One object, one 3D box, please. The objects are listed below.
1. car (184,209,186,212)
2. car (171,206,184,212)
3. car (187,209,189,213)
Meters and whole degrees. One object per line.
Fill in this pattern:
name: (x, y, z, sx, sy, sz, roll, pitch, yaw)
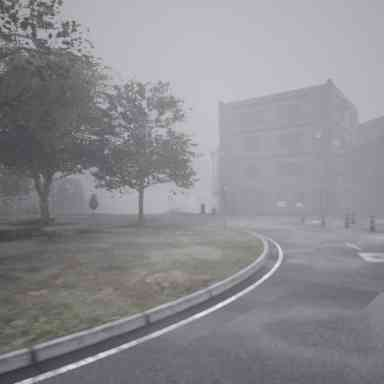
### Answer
car: (-3.085, 4.203, 72.569, 2.163, 1.488, 4.792, 0, -4, 2)
car: (-3.233, 3.813, 67.088, 2.002, 1.452, 4.674, 1, -4, 2)
car: (-2.588, 5.420, 89.059, 2.002, 1.452, 4.674, 0, -4, 2)
